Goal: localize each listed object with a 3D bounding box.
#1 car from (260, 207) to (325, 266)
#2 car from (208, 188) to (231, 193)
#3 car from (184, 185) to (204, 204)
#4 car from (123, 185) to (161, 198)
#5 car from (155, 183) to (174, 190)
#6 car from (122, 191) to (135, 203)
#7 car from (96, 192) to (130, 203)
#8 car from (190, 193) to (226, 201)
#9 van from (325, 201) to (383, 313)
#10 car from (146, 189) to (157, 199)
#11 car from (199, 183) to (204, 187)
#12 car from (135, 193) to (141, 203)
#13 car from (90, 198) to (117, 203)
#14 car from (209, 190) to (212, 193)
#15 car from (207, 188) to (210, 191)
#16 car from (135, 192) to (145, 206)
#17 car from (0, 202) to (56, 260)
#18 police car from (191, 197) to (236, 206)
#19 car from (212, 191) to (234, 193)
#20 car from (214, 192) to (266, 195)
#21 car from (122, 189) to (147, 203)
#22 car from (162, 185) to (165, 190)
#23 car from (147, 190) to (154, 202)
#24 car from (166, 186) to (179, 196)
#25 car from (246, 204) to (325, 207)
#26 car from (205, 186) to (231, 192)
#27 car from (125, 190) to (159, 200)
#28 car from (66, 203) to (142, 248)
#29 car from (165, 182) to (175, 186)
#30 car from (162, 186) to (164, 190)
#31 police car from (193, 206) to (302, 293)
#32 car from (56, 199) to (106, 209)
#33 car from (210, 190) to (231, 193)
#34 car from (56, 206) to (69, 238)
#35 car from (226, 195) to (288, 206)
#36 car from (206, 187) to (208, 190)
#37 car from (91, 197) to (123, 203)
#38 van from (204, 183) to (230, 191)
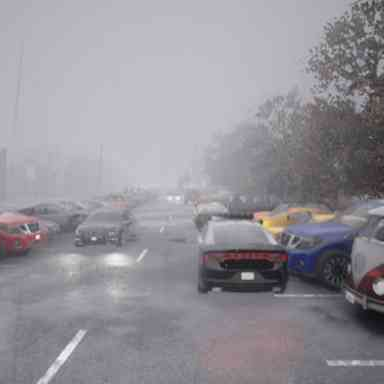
[{"bbox_3d":[5.248,1.431,11.284,5.366,1.575,1.946,0,0,0],"label":"car"},{"bbox_3d":[5.322,0.675,47.518,5.366,1.575,1.946,0,3,0],"label":"car"},{"bbox_3d":[0.104,0.519,44.996,2.150,2.045,5.566,0,2,1],"label":"car"},{"bbox_3d":[-7.909,0.306,50.262,5.566,2.045,2.435,0,3,0],"label":"car"},{"bbox_3d":[-8.173,-1.025,91.206,4.792,1.488,2.163,0,4,0],"label":"car"},{"bbox_3d":[-7.946,1.082,30.769,4.553,1.767,2.185,0,1,0],"label":"car"},{"bbox_3d":[-7.952,1.138,27.989,4.553,1.767,2.185,0,1,0],"label":"car"},{"bbox_3d":[1.100,1.188,24.774,2.097,1.767,4.553,0,1,0],"label":"car"},{"bbox_3d":[4.935,1.231,5.714,4.442,1.987,1.878,0,0,0],"label":"van"},{"bbox_3d":[-7.950,0.681,47.487,4.892,1.521,2.231,0,2,0],"label":"car"},{"bbox_3d":[4.928,-0.892,88.546,5.008,1.535,2.097,0,4,0],"label":"car"},{"bbox_3d":[-7.943,1.171,33.559,4.792,1.488,2.163,0,1,0],"label":"car"},{"bbox_3d":[-8.001,1.352,22.416,5.008,1.535,2.097,0,1,0],"label":"car"},{"bbox_3d":[5.102,0.815,44.866,4.792,1.488,2.163,0,2,0],"label":"car"},{"bbox_3d":[5.327,0.551,50.310,5.366,1.575,1.946,0,3,0],"label":"car"},{"bbox_3d":[-7.995,1.096,36.346,4.792,1.488,2.163,0,2,0],"label":"car"},{"bbox_3d":[-7.989,1.183,11.270,5.566,2.045,2.435,0,0,0],"label":"car"},{"bbox_3d":[1.088,1.335,18.919,1.930,1.638,5.238,0,1,0],"label":"police car"},{"bbox_3d":[5.114,0.979,39.286,5.008,1.535,2.097,0,2,0],"label":"car"},{"bbox_3d":[5.108,1.067,36.370,4.892,1.521,2.231,0,2,0],"label":"car"},{"bbox_3d":[-7.992,0.859,39.128,4.553,1.767,2.185,0,2,0],"label":"car"},{"bbox_3d":[-7.945,0.013,61.404,4.792,1.488,2.163,0,3,0],"label":"car"},{"bbox_3d":[-7.978,0.823,44.712,4.792,1.488,2.163,0,2,0],"label":"car"},{"bbox_3d":[-3.385,0.012,63.185,1.895,1.301,4.718,0,3,0],"label":"car"},{"bbox_3d":[5.063,1.423,14.193,5.008,1.535,2.097,0,0,0],"label":"car"},{"bbox_3d":[5.162,0.163,58.791,4.674,1.452,2.002,0,3,0],"label":"car"},{"bbox_3d":[-7.938,0.424,53.065,5.008,1.535,2.097,0,3,0],"label":"car"},{"bbox_3d":[-3.572,1.443,14.520,1.837,1.490,4.892,0,0,0],"label":"car"},{"bbox_3d":[-8.135,-1.224,93.975,5.008,1.535,2.097,0,3,0],"label":"car"},{"bbox_3d":[-7.892,0.163,58.624,4.792,1.488,2.163,0,3,0],"label":"car"},{"bbox_3d":[1.068,1.389,8.921,1.930,1.638,5.238,0,0,0],"label":"police car"},{"bbox_3d":[-8.005,1.384,19.627,5.008,1.535,2.097,0,1,0],"label":"car"},{"bbox_3d":[5.120,0.886,42.075,5.008,1.535,2.097,0,2,0],"label":"car"},{"bbox_3d":[-8.014,1.463,14.054,4.674,1.452,2.002,0,0,0],"label":"car"},{"bbox_3d":[4.912,1.257,28.137,5.366,1.575,1.946,0,1,0],"label":"car"},{"bbox_3d":[5.156,0.312,56.010,4.674,1.452,2.002,0,3,0],"label":"car"},{"bbox_3d":[-7.986,1.352,25.205,4.674,1.452,2.002,0,1,0],"label":"car"},{"bbox_3d":[5.038,-0.244,61.447,4.442,1.987,1.878,-1,3,0],"label":"van"}]
